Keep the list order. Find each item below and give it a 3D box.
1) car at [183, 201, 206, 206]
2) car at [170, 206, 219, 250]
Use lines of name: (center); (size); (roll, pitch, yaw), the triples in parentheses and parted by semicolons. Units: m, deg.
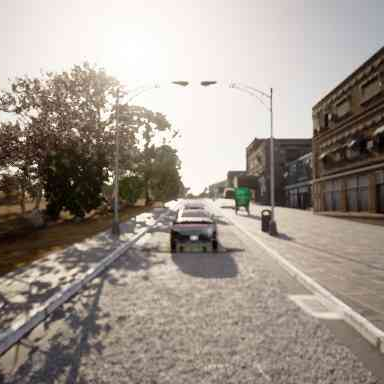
car: (0.225, 1.540, 29.413); (1.812, 1.442, 4.674); (0, 0, 1)
car: (0.097, 1.493, 14.220); (2.128, 1.511, 4.902); (0, -2, 1)
